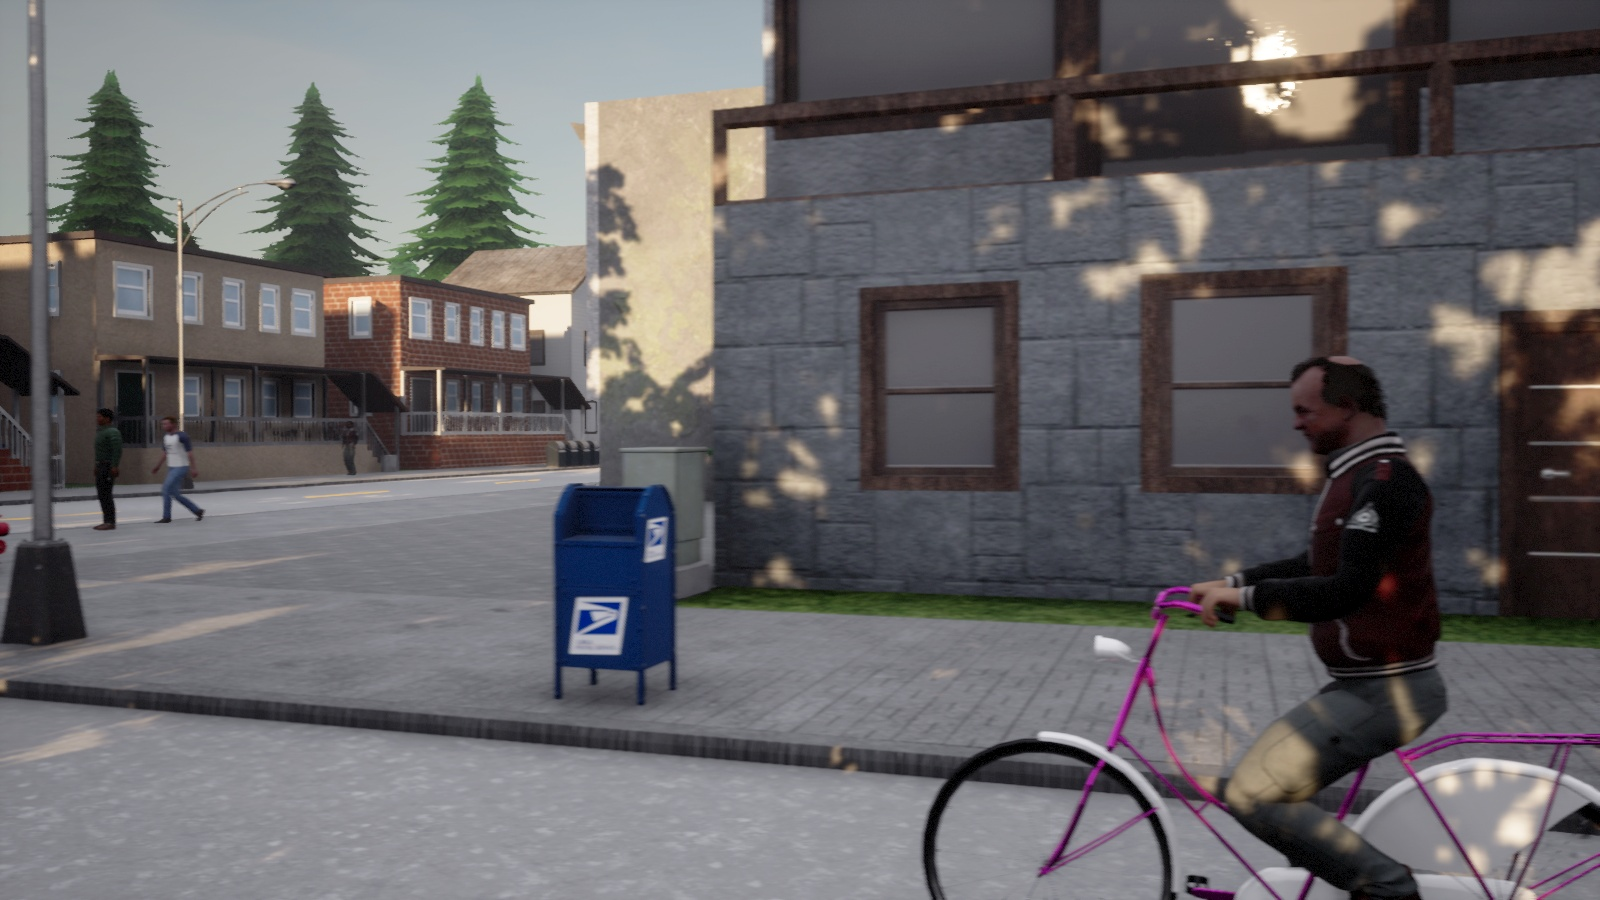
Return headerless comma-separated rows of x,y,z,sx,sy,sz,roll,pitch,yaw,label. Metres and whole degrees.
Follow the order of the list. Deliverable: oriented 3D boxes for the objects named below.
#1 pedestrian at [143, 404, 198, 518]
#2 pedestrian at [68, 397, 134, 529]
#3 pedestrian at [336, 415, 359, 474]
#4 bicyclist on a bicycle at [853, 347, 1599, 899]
-10.241,0.170,20.446,0.354,1.836,0.706,1,1,37,pedestrian
-10.540,0.193,18.948,0.788,1.949,0.423,-1,1,-42,pedestrian
-15.013,-0.188,41.680,0.402,1.930,0.666,1,1,18,pedestrian
1.122,0.648,3.335,1.843,1.776,0.659,1,1,19,bicyclist on a bicycle
